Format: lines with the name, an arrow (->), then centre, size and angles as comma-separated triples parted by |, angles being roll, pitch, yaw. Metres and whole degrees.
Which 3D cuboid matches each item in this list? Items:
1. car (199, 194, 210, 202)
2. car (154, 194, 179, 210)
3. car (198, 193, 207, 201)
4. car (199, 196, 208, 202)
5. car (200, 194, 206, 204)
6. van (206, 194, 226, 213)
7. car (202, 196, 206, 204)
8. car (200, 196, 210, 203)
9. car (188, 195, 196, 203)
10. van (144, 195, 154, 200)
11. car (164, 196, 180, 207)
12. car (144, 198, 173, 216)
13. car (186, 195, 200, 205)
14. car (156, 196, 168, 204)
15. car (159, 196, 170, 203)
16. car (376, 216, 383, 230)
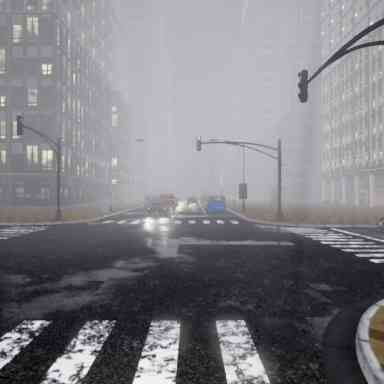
car -> 2.732, 1.311, 74.660 | 2.192, 1.841, 5.009 | 0, 0, 0
car -> -3.179, 1.221, 42.899 | 2.150, 2.045, 5.566 | 0, 0, 1
car -> 2.776, 1.309, 85.738 | 2.192, 1.841, 5.009 | 0, 0, 0
car -> 2.753, 1.561, 80.199 | 1.947, 1.339, 4.313 | 0, 0, 0
car -> 2.688, 1.313, 63.581 | 2.192, 1.841, 5.009 | 0, 0, 0
van -> 2.692, 1.340, 35.889 | 1.690, 1.788, 3.998 | 0, 0, 0
car -> 2.622, 1.544, 41.427 | 1.887, 1.381, 4.507 | 0, 0, 0
car -> 2.709, 1.542, 69.120 | 1.887, 1.381, 4.507 | 0, 0, 0
car -> 0.034, 1.497, 73.071 | 1.837, 1.490, 4.892 | 0, 0, 0
van -> -5.758, 1.340, 46.996 | 1.690, 1.788, 3.998 | 0, 0, 0
car -> -3.139, 1.491, 53.203 | 2.128, 1.511, 4.902 | 0, 0, 0
car -> -3.227, 1.600, 32.855 | 1.895, 1.301, 4.718 | 0, 0, 0
car -> 0.072, 1.504, 58.304 | 1.837, 1.490, 4.892 | 0, 0, 0
car -> -5.694, 1.564, 63.614 | 1.947, 1.339, 4.313 | 0, 0, 0
car -> -5.672, 1.548, 69.152 | 2.008, 1.369, 4.403 | 0, 0, 0
car -> 13.666, 1.659, 20.059 | 4.674, 1.442, 1.812 | 0, 0, -1
